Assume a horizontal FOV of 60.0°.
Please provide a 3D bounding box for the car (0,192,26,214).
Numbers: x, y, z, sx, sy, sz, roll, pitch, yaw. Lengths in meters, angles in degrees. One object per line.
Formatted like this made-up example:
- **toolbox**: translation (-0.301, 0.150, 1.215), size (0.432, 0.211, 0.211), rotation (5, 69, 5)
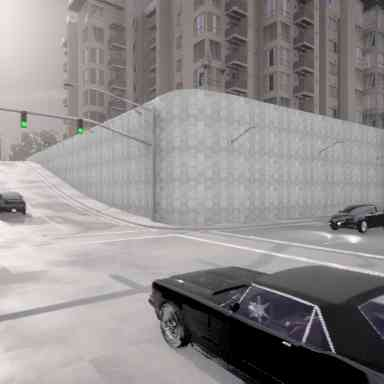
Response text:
- **car**: translation (-13.819, 0.742, 25.119), size (1.837, 1.490, 4.892), rotation (0, 6, -36)

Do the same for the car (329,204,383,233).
- **car**: translation (10.106, 1.505, 19.803), size (4.892, 1.490, 1.837), rotation (0, 0, -36)

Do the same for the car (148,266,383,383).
- **car**: translation (1.318, 1.601, 4.053), size (1.895, 1.301, 4.718), rotation (0, 0, -36)
